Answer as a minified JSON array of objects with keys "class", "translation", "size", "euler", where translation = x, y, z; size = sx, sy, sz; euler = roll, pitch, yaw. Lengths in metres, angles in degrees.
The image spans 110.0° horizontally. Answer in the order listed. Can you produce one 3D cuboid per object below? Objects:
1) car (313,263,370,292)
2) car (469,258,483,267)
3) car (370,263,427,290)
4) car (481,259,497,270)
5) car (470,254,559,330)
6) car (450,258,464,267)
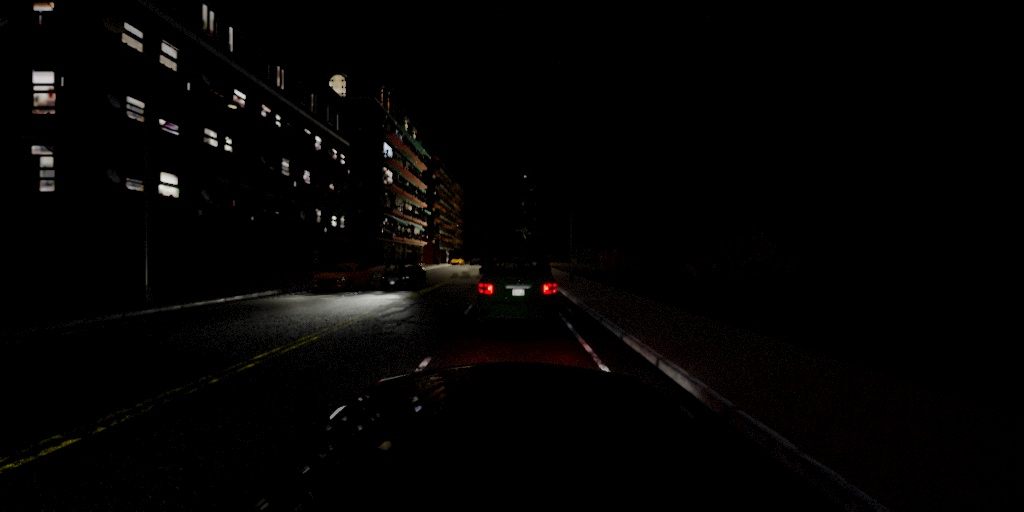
[{"class":"car","translation":[-9.826,1.185,21.378],"size":[1.882,1.535,5.008],"euler":[0,0,0]},{"class":"car","translation":[-6.469,1.082,64.639],"size":[1.882,1.535,5.008],"euler":[0,0,1]},{"class":"car","translation":[-6.574,1.197,22.153],"size":[2.128,1.511,4.902],"euler":[0,0,0]},{"class":"car","translation":[-3.169,1.144,50.440],"size":[1.837,1.490,4.892],"euler":[0,0,0]},{"class":"car","translation":[0.116,0.951,11.222],"size":[2.150,2.045,5.566],"euler":[0,0,-1]},{"class":"car","translation":[-9.720,1.084,63.952],"size":[1.882,1.535,5.008],"euler":[0,0,1]}]
